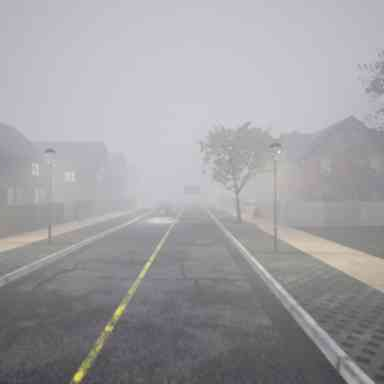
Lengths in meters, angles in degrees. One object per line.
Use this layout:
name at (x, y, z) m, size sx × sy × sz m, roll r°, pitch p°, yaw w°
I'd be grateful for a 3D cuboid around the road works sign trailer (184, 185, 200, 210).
road works sign trailer at (0.003, 0.738, 48.128) m, size 2.380 × 3.560 × 2.880 m, roll 0°, pitch 0°, yaw 0°

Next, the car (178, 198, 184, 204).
car at (-2.754, 2.013, 75.996) m, size 1.895 × 1.301 × 4.718 m, roll 0°, pitch -1°, yaw 0°

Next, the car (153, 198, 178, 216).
car at (-2.847, 1.658, 34.485) m, size 2.128 × 1.511 × 4.902 m, roll 0°, pitch 0°, yaw 0°
